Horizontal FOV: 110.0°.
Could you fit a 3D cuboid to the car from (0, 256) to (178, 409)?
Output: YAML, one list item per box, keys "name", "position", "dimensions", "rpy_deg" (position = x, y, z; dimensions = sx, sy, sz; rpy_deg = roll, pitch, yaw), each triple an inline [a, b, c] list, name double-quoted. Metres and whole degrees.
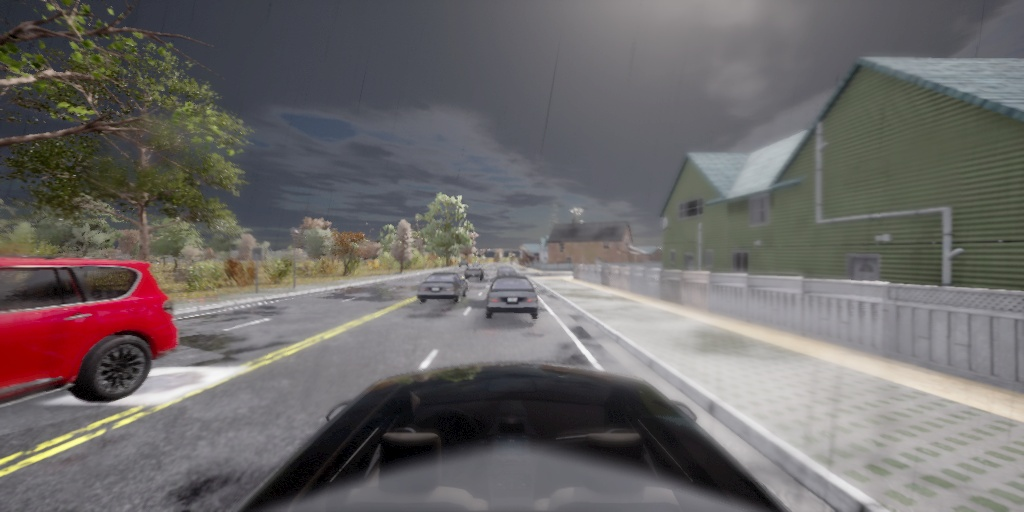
- name: "car"
  position: [-6.607, 1.002, 3.591]
  dimensions: [2.150, 2.045, 5.566]
  rpy_deg: [0, -1, 0]

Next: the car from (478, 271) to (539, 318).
- name: "car"
  position: [-0.009, 1.465, 13.806]
  dimensions: [2.033, 1.411, 5.357]
  rpy_deg: [0, -1, -1]

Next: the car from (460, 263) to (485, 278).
- name: "car"
  position: [-3.907, 1.733, 37.654]
  dimensions: [2.128, 1.511, 4.902]
  rpy_deg: [0, -1, -2]

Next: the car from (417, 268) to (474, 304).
- name: "car"
  position: [-3.323, 1.524, 17.972]
  dimensions: [2.033, 1.411, 5.357]
  rpy_deg: [0, -1, -1]

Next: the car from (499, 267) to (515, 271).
- name: "car"
  position: [-0.480, 1.723, 32.987]
  dimensions: [2.033, 1.411, 5.357]
  rpy_deg: [0, -1, -2]
